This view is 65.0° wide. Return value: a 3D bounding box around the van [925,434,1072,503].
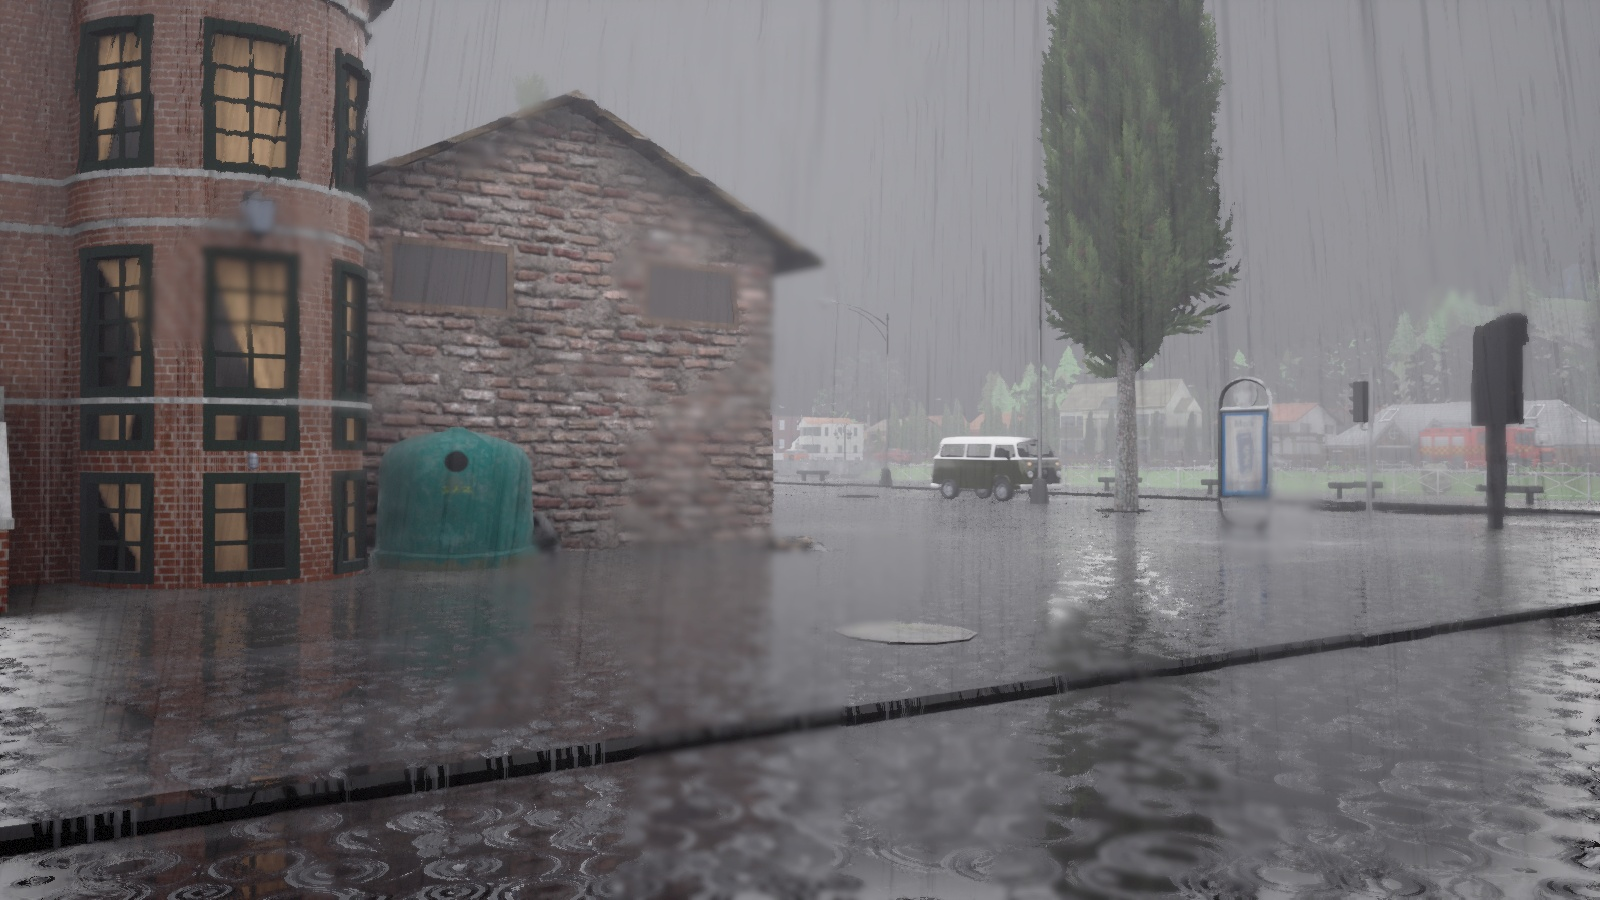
[{"bbox_3d":[6.191,0.552,39.605,2.069,2.038,4.480,0,0,-35],"label":"van"}]
